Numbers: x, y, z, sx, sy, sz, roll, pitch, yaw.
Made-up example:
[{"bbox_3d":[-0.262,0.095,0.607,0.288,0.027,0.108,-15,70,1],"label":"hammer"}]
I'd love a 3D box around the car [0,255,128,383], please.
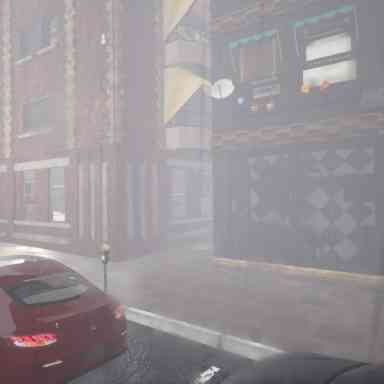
[{"bbox_3d":[-2.731,1.583,4.783,4.206,1.307,1.802,0,-1,35],"label":"car"}]

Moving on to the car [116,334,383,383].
[{"bbox_3d":[1.881,1.566,1.507,4.313,1.339,1.947,0,-1,35],"label":"car"}]
